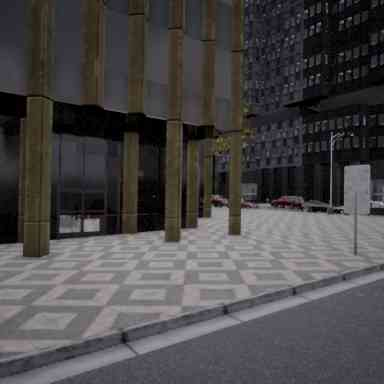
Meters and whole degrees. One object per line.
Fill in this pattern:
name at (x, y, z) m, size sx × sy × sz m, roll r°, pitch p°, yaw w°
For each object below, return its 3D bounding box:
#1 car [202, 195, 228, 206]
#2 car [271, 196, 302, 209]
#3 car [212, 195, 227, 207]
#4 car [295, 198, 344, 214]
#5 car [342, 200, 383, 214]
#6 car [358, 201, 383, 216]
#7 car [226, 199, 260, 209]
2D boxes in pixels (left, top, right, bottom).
car at (4.163, 1.513, 61.239) m, size 2.192 × 1.841 × 5.009 m, roll 1°, pitch -1°, yaw -35°
car at (13.732, 1.488, 47.750) m, size 2.192 × 1.841 × 5.009 m, roll 1°, pitch -1°, yaw -35°
car at (3.595, 1.312, 47.309) m, size 2.192 × 1.841 × 5.009 m, roll 1°, pitch -1°, yaw -35°
car at (13.161, 1.540, 33.817) m, size 1.947 × 1.339 × 4.313 m, roll 1°, pitch -1°, yaw -35°
car at (20.108, 1.709, 38.755) m, size 2.008 × 1.369 × 4.403 m, roll 1°, pitch -1°, yaw -35°
car at (16.351, 1.518, 29.320) m, size 2.008 × 1.369 × 4.403 m, roll 1°, pitch -1°, yaw -35°
car at (6.781, 1.571, 42.809) m, size 1.802 × 1.307 × 4.206 m, roll 1°, pitch -1°, yaw -35°
